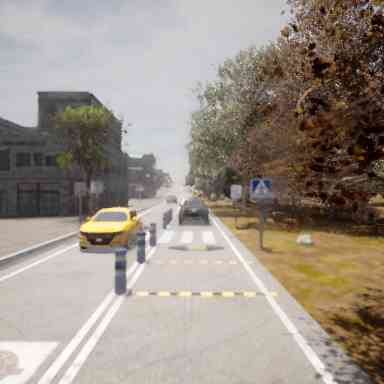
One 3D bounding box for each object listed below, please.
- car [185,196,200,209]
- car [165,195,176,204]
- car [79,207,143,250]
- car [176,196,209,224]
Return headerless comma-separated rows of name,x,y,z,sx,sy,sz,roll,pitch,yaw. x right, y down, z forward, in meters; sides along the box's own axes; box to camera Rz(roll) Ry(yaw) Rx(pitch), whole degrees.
car,0.095,1.344,42.689,1.837,1.490,4.892,0,0,0
car,-3.386,1.256,56.364,1.837,1.490,4.892,0,1,0
car,-3.321,1.438,14.396,1.882,1.535,5.008,0,0,0
car,0.127,1.280,24.303,2.097,1.767,4.553,0,0,0
